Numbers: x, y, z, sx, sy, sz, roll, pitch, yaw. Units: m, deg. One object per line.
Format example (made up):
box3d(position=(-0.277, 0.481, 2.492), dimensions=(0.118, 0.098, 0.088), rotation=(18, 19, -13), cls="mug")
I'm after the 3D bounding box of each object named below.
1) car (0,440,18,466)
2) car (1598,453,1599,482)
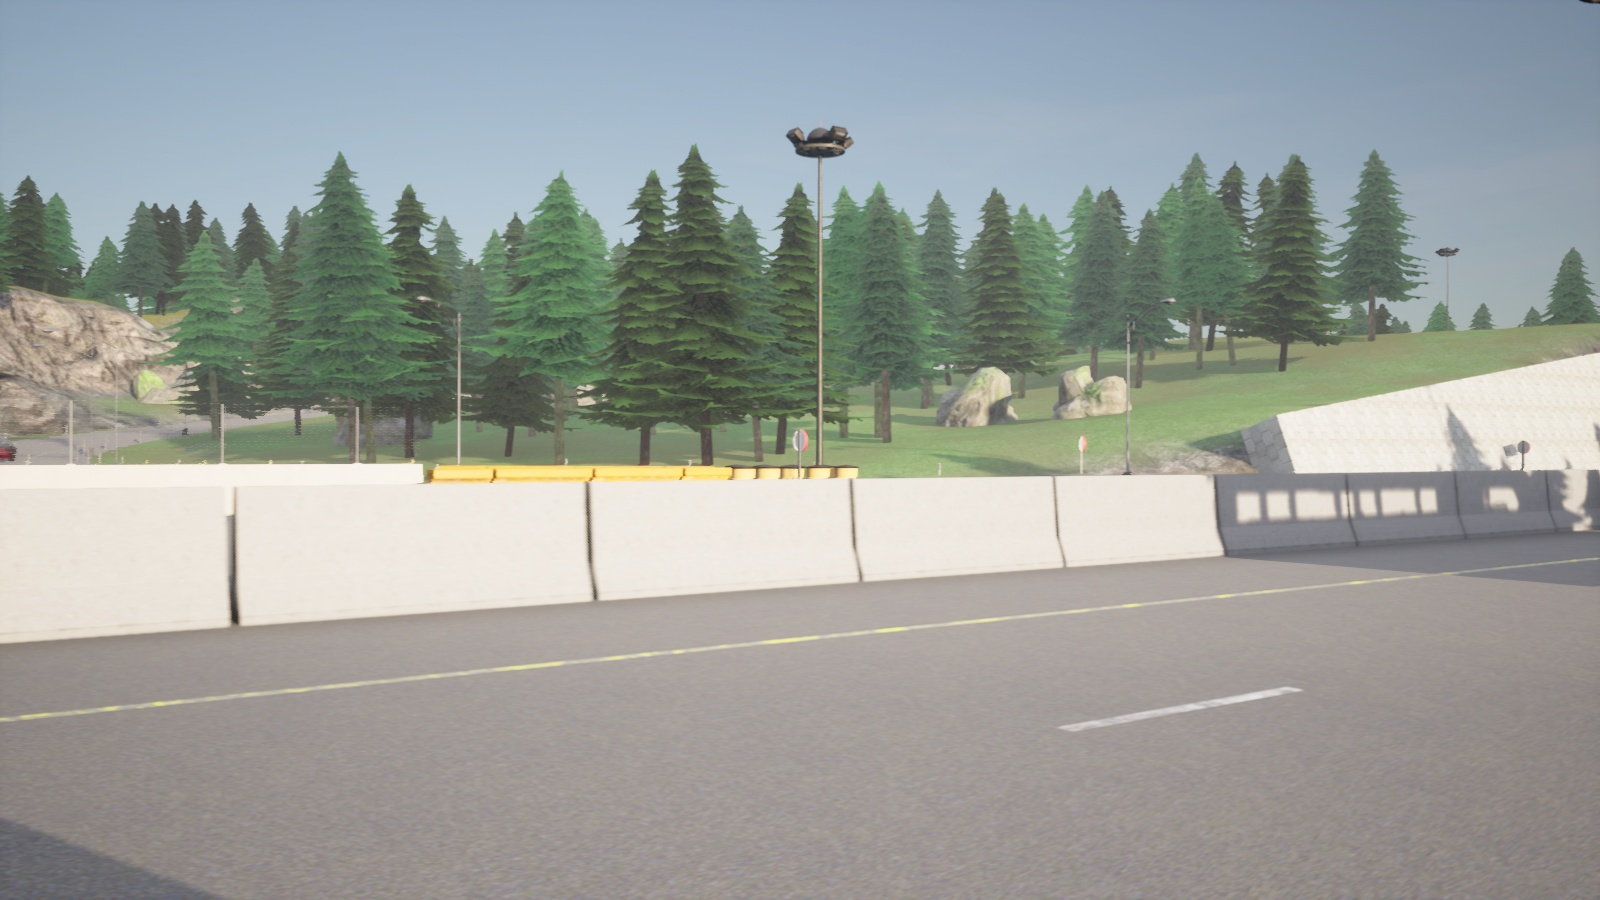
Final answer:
box3d(position=(-51.698, 0.170, 80.850), dimensions=(2.163, 1.488, 4.792), rotation=(0, 3, -30), cls="car")
box3d(position=(42.363, 0.857, 62.995), dimensions=(5.357, 1.411, 2.033), rotation=(0, 0, -35), cls="car")
